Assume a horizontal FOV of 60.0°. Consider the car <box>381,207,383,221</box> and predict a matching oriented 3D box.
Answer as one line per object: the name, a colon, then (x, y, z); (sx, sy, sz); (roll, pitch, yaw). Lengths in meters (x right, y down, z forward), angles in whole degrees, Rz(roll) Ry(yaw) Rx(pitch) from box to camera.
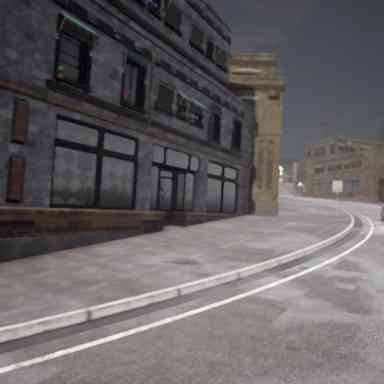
car: (13.267, 1.356, 21.253); (2.033, 1.411, 5.357); (2, 2, 25)
